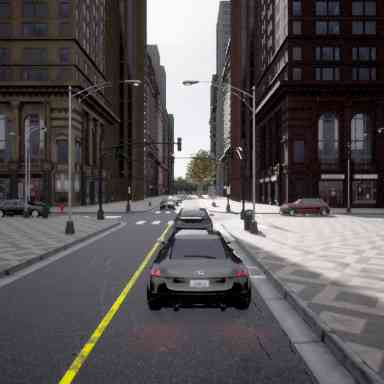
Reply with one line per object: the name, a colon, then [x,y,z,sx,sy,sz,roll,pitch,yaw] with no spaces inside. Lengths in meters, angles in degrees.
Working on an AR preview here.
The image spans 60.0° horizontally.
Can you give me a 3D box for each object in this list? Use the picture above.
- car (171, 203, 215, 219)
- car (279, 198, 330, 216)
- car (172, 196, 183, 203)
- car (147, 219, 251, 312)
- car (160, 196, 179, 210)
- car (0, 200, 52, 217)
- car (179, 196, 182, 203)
car: [0.062,1.505,16.720,1.837,1.490,4.892,0,0,0]
car: [10.788,1.388,32.168,4.553,1.767,2.097,0,0,0]
car: [-3.002,1.566,68.903,2.033,1.411,5.357,0,0,0]
car: [0.108,1.564,7.812,1.994,1.385,4.181,0,0,-1]
car: [-3.089,1.546,43.176,2.033,1.411,5.357,0,0,0]
car: [-14.747,1.454,28.968,4.892,1.490,1.837,0,0,-1]
car: [-3.089,1.493,52.936,2.128,1.511,4.902,0,0,0]
